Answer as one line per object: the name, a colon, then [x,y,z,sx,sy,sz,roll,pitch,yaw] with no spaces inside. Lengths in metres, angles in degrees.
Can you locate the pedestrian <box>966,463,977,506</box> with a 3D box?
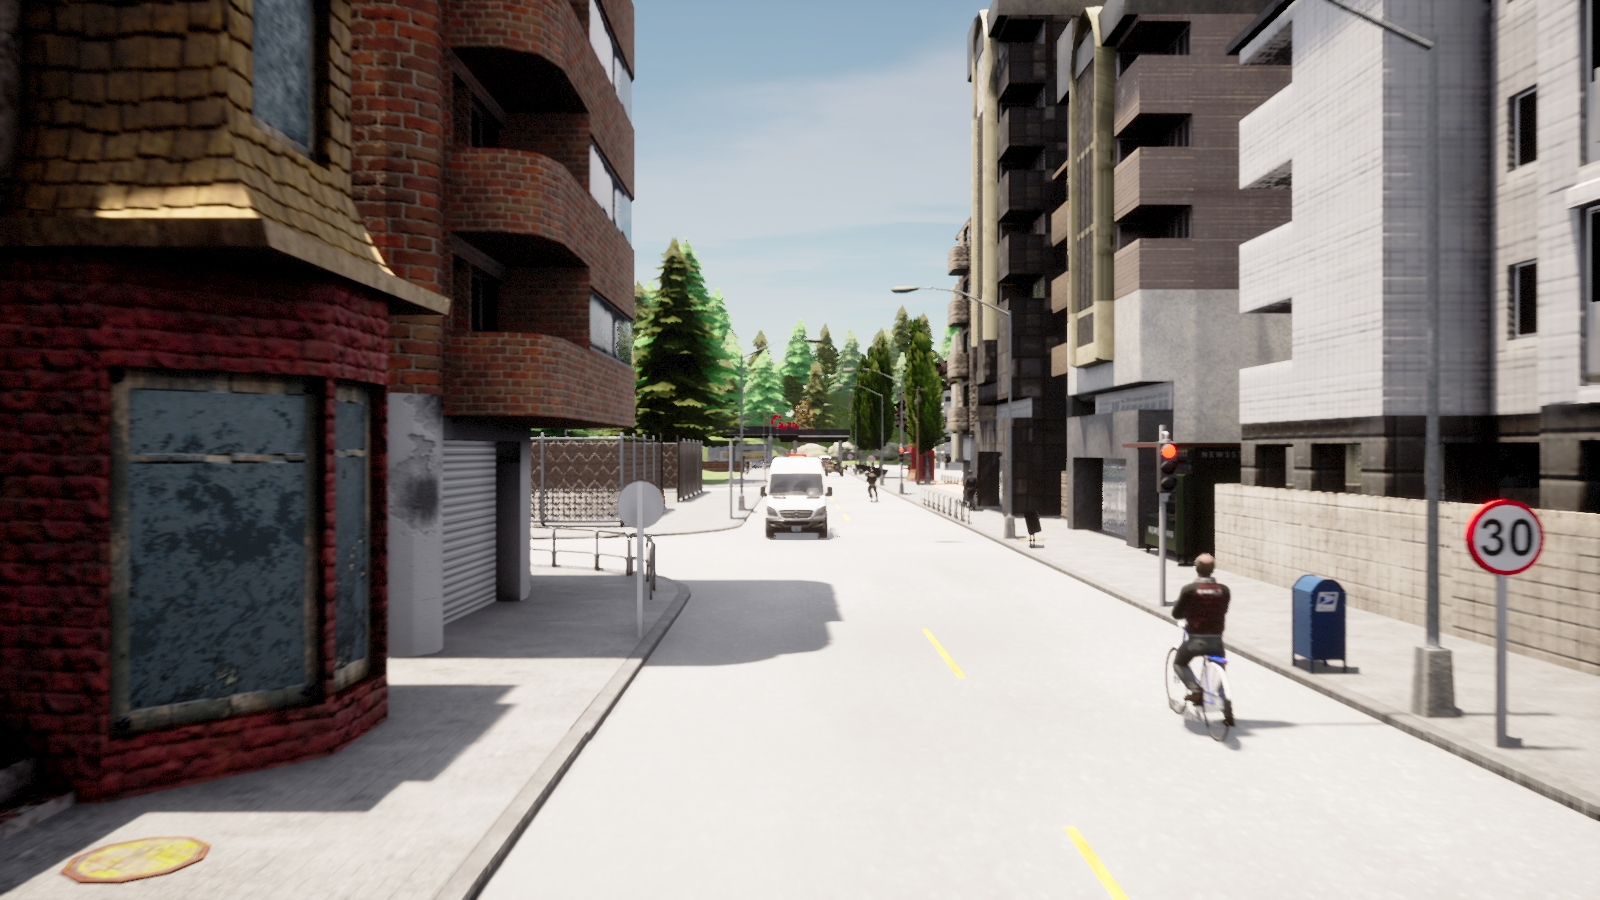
pedestrian: [7.568,1.523,50.436,0.375,1.860,0.375,0,0,-12]

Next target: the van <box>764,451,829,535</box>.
van: [-0.124,1.314,37.854,1.988,2.561,5.915,0,0,0]

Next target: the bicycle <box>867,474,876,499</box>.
bicycle: [3.818,1.940,61.266,0.329,1.271,1.835,0,0,0]

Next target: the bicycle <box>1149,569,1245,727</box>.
bicycle: [3.977,1.940,11.552,0.329,1.271,1.835,0,0,0]

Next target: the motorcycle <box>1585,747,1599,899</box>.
motorcycle: [3.987,1.962,4.276,0.856,1.236,1.805,0,0,0]
